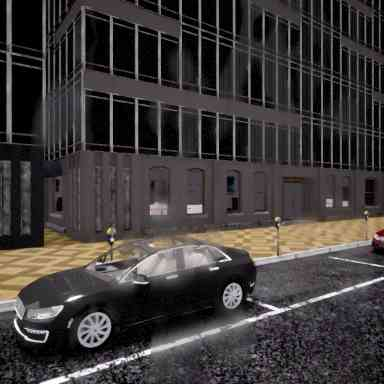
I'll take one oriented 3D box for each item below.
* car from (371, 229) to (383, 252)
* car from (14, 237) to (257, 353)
[{"bbox_3d":[8.529,1.582,12.649,4.206,1.307,1.802,0,0,-36],"label":"car"},{"bbox_3d":[-0.737,1.551,6.035,4.403,1.369,2.008,0,0,-36],"label":"car"}]
